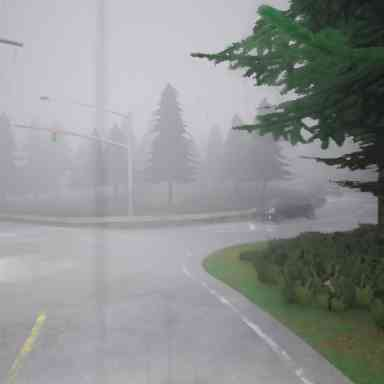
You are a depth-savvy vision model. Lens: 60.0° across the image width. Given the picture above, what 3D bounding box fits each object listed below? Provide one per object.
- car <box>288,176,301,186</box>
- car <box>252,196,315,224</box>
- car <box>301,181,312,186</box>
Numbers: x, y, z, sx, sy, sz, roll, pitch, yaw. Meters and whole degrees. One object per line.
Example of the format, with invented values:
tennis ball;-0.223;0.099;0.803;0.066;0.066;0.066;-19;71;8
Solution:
car;18.530;-2.196;59.834;2.150;2.045;5.566;0;5;15
car;6.360;1.119;23.172;4.553;1.767;2.097;-2;1;-30
car;18.730;-1.029;49.660;1.837;1.490;4.892;0;5;-7
